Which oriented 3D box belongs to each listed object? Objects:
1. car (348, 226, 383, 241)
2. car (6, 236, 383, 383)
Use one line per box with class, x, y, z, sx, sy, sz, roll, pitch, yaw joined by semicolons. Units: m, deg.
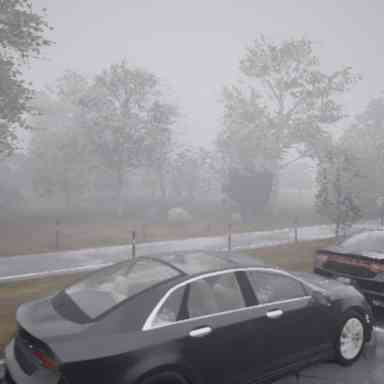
car;4.898;1.498;7.546;5.008;1.535;2.097;0;0;-33
car;0.386;1.517;4.329;4.892;1.521;2.231;1;0;-33
